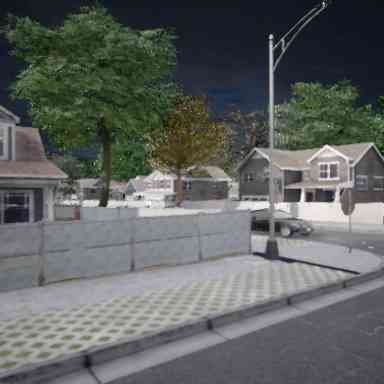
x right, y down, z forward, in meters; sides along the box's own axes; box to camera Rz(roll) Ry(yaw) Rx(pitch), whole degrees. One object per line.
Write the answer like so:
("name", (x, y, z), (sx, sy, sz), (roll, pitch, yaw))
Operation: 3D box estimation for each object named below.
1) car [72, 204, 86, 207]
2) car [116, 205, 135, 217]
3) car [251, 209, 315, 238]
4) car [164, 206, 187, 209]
("car", (-16.288, 2.338, 47.893), (1.895, 1.301, 4.718), (0, -1, -36))
("car", (-6.972, 2.054, 34.937), (1.994, 1.385, 4.181), (0, -1, -35))
("car", (4.635, 1.693, 18.947), (1.812, 1.442, 4.674), (0, -1, -36))
("car", (-1.169, 1.856, 26.929), (1.812, 1.442, 4.674), (0, -1, -36))
